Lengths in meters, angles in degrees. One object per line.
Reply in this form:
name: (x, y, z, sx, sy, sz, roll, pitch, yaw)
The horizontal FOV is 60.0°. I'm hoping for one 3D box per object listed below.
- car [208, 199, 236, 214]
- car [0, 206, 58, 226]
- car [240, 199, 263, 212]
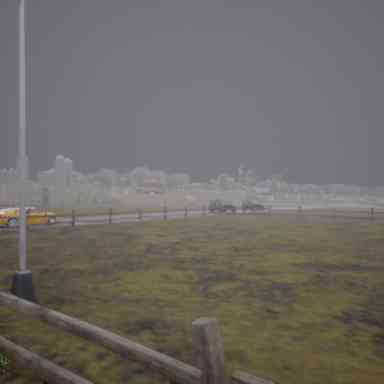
car: (4.538, 2.124, 50.090, 2.150, 2.045, 5.566, 2, 0, 36)
car: (-12.911, 1.871, 25.880, 1.882, 1.535, 5.008, 2, 0, 36)
car: (10.568, 2.311, 58.558, 2.150, 2.045, 5.566, 2, 0, 36)
